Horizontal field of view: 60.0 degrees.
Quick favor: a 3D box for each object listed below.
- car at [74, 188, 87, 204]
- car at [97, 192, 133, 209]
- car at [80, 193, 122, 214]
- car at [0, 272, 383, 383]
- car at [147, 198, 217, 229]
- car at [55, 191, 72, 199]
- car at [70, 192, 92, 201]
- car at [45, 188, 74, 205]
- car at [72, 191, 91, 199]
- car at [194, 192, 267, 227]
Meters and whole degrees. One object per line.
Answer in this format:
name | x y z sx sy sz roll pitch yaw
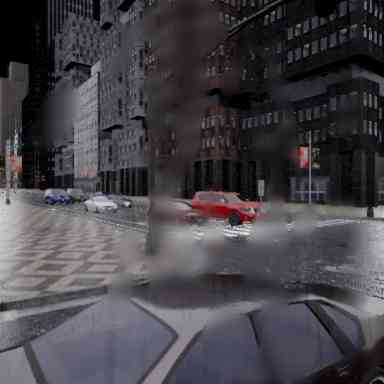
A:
car | -16.375 0.553 47.129 2.150 2.045 5.566 0 2 -34
car | -7.934 1.044 35.402 2.128 1.511 4.902 0 1 -36
car | -8.425 1.135 30.513 1.812 1.442 4.674 0 1 -36
car | 0.009 1.547 2.890 5.357 1.411 2.033 0 0 -35
car | -0.953 1.266 20.140 1.882 1.535 5.008 0 1 -35
car | -25.132 0.509 64.948 1.882 1.535 5.008 0 1 -36
car | -18.923 0.744 56.424 2.033 1.411 5.357 0 1 -36
car | -17.426 0.609 42.980 2.150 2.045 5.566 0 0 -36
car | -21.985 0.531 66.145 2.128 1.511 4.902 0 1 -36
car | 2.211 1.013 21.672 2.150 2.045 5.566 0 1 -39
